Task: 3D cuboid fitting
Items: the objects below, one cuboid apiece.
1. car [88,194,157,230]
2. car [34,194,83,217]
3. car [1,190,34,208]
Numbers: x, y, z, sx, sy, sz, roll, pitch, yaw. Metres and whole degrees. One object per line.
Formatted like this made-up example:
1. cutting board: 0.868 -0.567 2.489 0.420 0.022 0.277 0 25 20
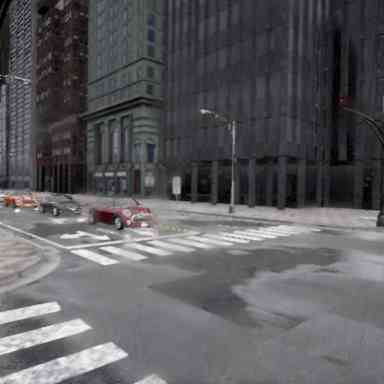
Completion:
1. car: -3.869 1.008 18.328 2.097 1.767 4.553 0 1 -42
2. car: -9.926 0.958 25.031 1.837 1.490 4.892 0 1 -42
3. car: -16.695 0.579 32.543 2.097 1.767 4.553 0 1 -42
